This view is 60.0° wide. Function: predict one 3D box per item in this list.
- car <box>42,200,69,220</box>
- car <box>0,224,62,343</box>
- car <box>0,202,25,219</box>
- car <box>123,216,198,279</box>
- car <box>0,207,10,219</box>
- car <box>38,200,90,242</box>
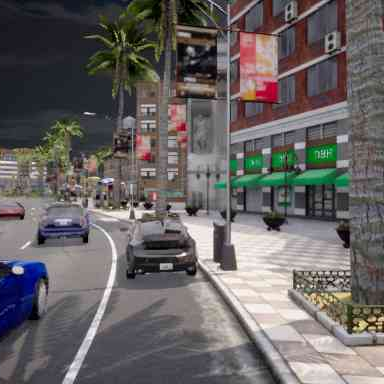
[{"bbox_3d":[-12.205,1.497,29.554,1.837,1.490,4.892,0,0,-26],"label":"car"},{"bbox_3d":[-3.445,1.475,4.184,1.882,1.535,5.008,0,0,-4],"label":"car"},{"bbox_3d":[-15.633,1.551,28.834,1.994,1.385,4.181,0,0,-26],"label":"car"},{"bbox_3d":[-1.087,1.504,10.197,1.837,1.490,4.892,0,0,-11],"label":"car"},{"bbox_3d":[-8.226,1.486,11.355,2.128,1.511,4.902,0,0,-13],"label":"car"},{"bbox_3d":[-6.089,1.347,16.109,2.097,1.767,4.553,0,0,-18],"label":"car"}]
